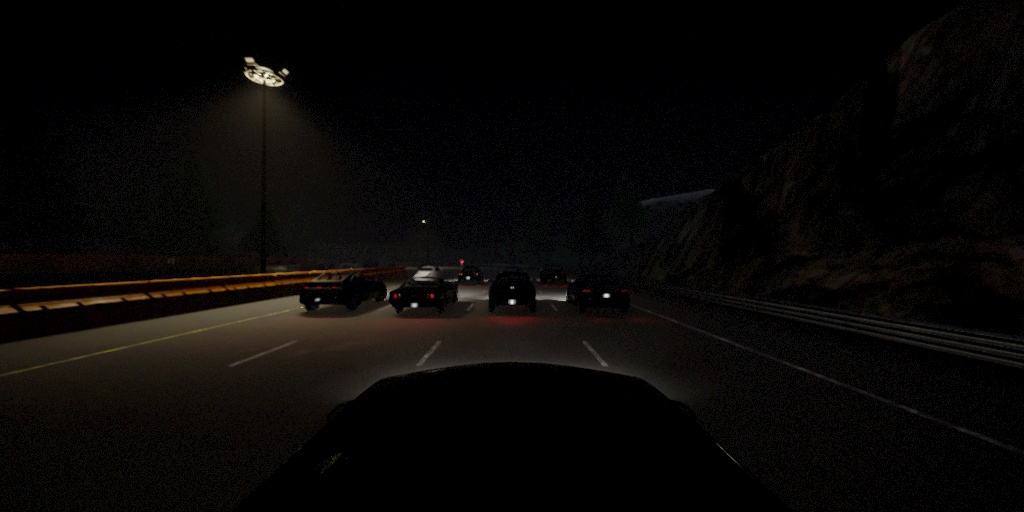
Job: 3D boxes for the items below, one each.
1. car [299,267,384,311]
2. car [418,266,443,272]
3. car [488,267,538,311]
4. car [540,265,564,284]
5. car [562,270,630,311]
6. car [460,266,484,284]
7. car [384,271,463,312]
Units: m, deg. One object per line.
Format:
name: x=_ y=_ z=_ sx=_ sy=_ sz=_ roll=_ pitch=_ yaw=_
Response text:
car: x=-6.972 y=1.390 z=15.333 sx=2.128 sy=1.511 sz=4.902 roll=0 pitch=0 yaw=1
car: x=-6.994 y=1.590 z=30.720 sx=1.812 sy=1.442 sz=4.674 roll=0 pitch=0 yaw=0
car: x=0.028 y=1.405 z=15.324 sx=1.837 sy=1.490 sz=4.892 roll=0 pitch=0 yaw=1
car: x=3.502 y=1.545 z=31.054 sx=1.882 sy=1.535 sz=5.008 roll=0 pitch=0 yaw=0
car: x=3.524 y=1.461 z=15.259 sx=1.994 sy=1.385 sz=4.181 roll=0 pitch=-1 yaw=1
car: x=-3.494 y=1.590 z=30.714 sx=1.812 sy=1.442 sz=4.674 roll=0 pitch=0 yaw=0
car: x=-3.476 y=1.496 z=15.067 sx=1.895 sy=1.301 sz=4.718 roll=0 pitch=-1 yaw=1
